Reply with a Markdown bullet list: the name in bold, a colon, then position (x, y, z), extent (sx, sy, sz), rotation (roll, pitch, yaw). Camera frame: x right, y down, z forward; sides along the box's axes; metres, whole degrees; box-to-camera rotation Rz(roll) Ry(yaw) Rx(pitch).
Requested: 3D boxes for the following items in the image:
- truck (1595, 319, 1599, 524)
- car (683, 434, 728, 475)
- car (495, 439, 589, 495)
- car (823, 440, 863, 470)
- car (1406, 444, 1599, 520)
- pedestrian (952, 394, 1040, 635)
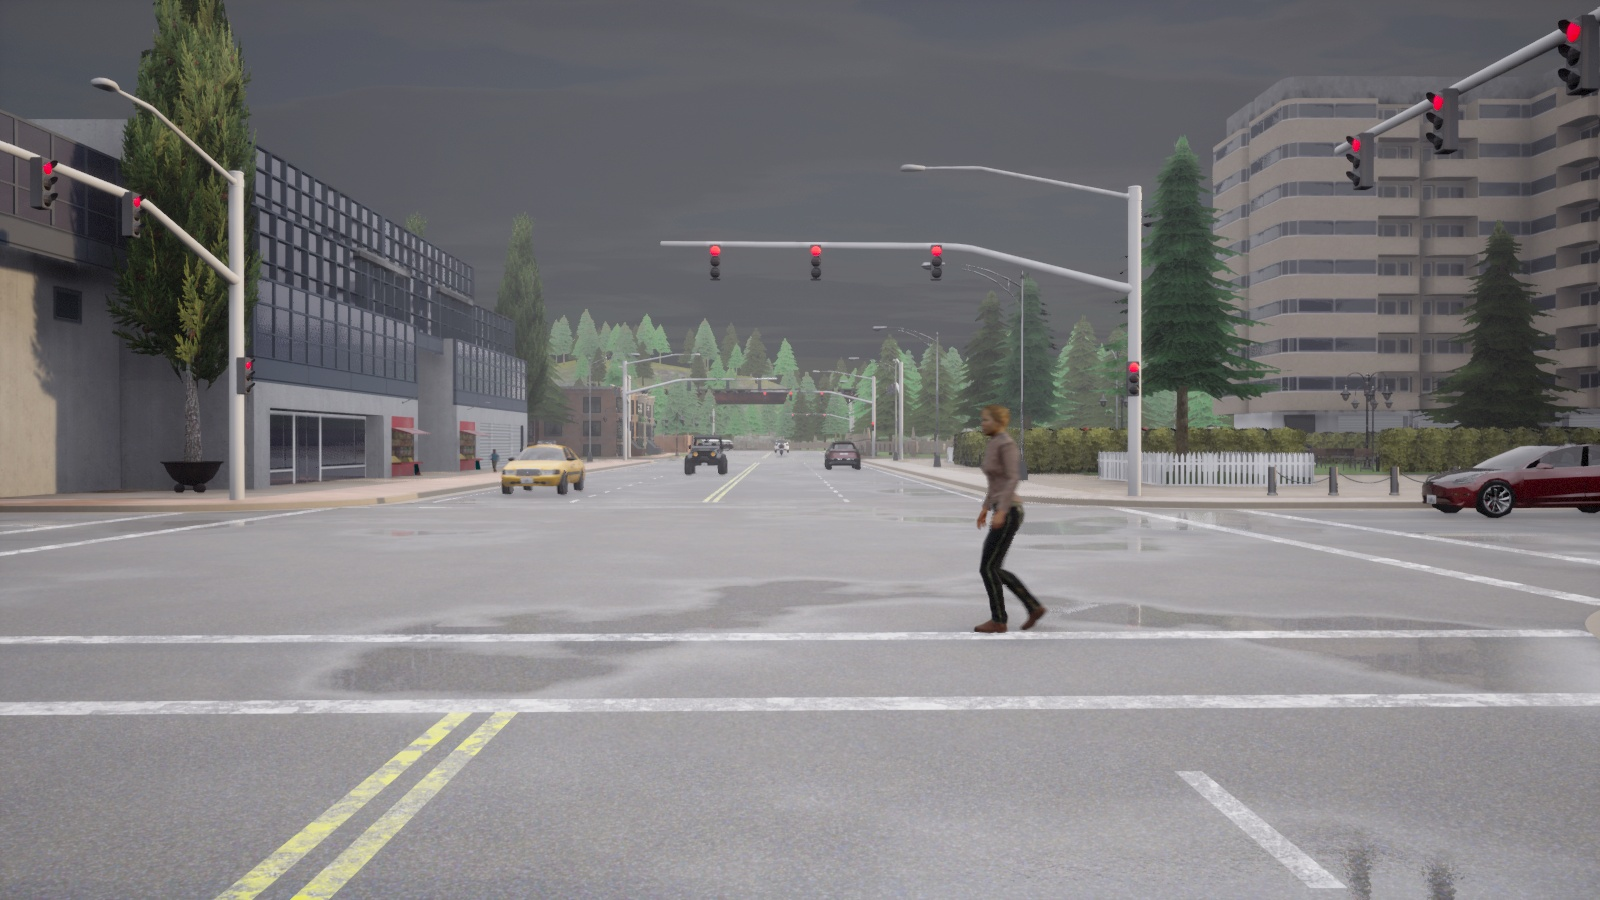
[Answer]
- **truck**: position (19.204, -0.528, 22.210), extent (8.468, 3.827, 2.891), rotation (0, 0, -1)
- **car**: position (-4.450, 0.202, 59.614), extent (1.905, 1.878, 3.866), rotation (0, 0, -1)
- **car**: position (-7.644, 0.466, 37.746), extent (1.801, 1.575, 5.366), rotation (0, 0, -1)
- **car**: position (2.387, 0.275, 71.411), extent (2.033, 1.649, 4.856), rotation (0, 0, -1)
- **car**: position (15.302, 0.614, 25.652), extent (4.792, 1.488, 2.163), rotation (0, 0, -1)
- **pedestrian**: position (1.522, 0.493, 9.806), extent (0.634, 1.846, 0.331), rotation (0, 0, 0)
